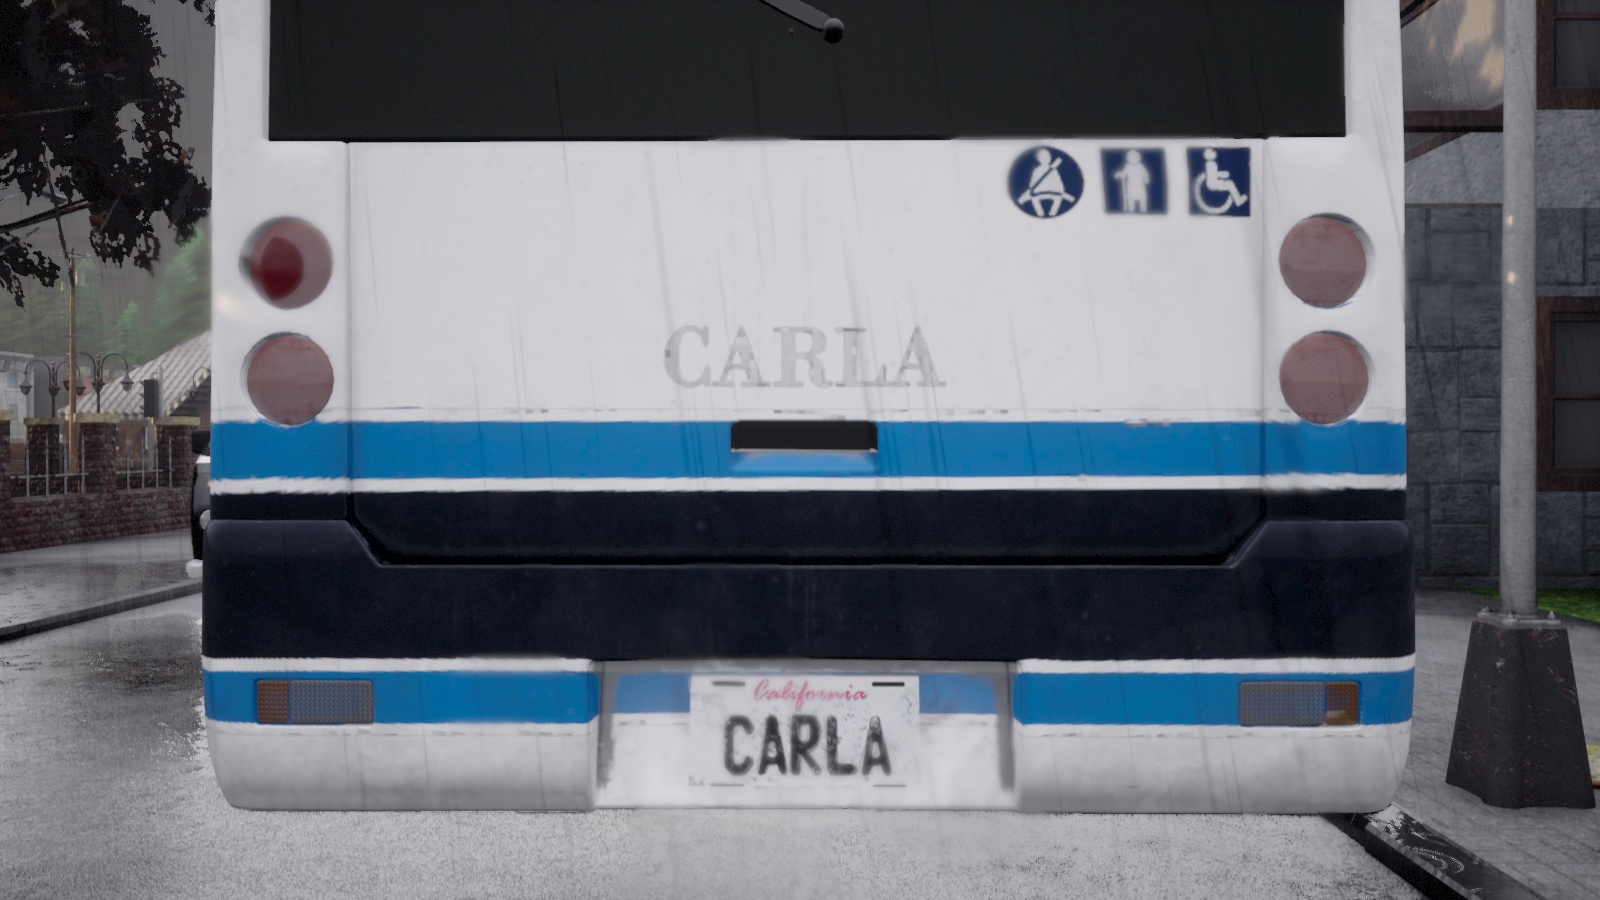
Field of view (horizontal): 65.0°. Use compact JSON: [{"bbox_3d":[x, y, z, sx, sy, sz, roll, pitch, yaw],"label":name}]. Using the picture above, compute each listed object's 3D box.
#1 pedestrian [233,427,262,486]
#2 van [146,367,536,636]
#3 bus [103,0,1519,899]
[{"bbox_3d":[-17.331,0.190,39.418,0.726,1.842,0.402,0,0,4],"label":"pedestrian"},{"bbox_3d":[-3.946,0.395,11.753,2.069,2.038,4.480,0,0,-1],"label":"van"},{"bbox_3d":[0.082,-0.685,8.636,3.944,4.253,10.273,0,0,1],"label":"bus"}]
